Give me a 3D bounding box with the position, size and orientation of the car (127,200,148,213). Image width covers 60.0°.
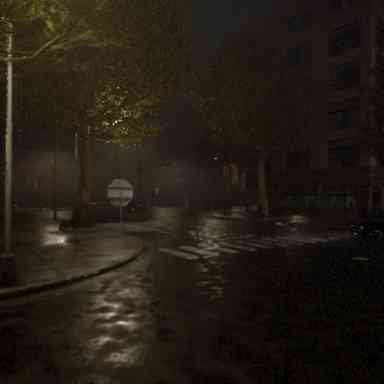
[{"bbox_3d":[-6.771,1.784,41.265,1.837,1.490,4.892,-2,0,2],"label":"car"}]

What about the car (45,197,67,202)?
[{"bbox_3d":[-33.747,1.831,82.676,4.718,1.301,1.895,1,-1,-35],"label":"car"}]

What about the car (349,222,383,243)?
[{"bbox_3d":[10.510,1.835,16.566,4.718,1.301,1.895,0,0,10],"label":"car"}]
